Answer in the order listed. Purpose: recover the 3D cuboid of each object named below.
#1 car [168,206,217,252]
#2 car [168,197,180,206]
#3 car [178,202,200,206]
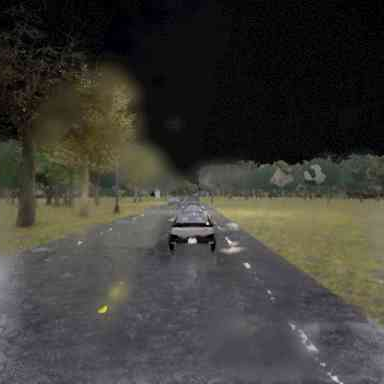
[{"bbox_3d":[0.020,1.574,14.274,2.128,1.511,4.902,-1,-1,0],"label":"car"},{"bbox_3d":[-3.364,1.731,63.963,2.097,1.767,4.553,0,-1,0],"label":"car"},{"bbox_3d":[0.065,1.749,29.260,1.994,1.385,4.181,0,0,0],"label":"car"}]
